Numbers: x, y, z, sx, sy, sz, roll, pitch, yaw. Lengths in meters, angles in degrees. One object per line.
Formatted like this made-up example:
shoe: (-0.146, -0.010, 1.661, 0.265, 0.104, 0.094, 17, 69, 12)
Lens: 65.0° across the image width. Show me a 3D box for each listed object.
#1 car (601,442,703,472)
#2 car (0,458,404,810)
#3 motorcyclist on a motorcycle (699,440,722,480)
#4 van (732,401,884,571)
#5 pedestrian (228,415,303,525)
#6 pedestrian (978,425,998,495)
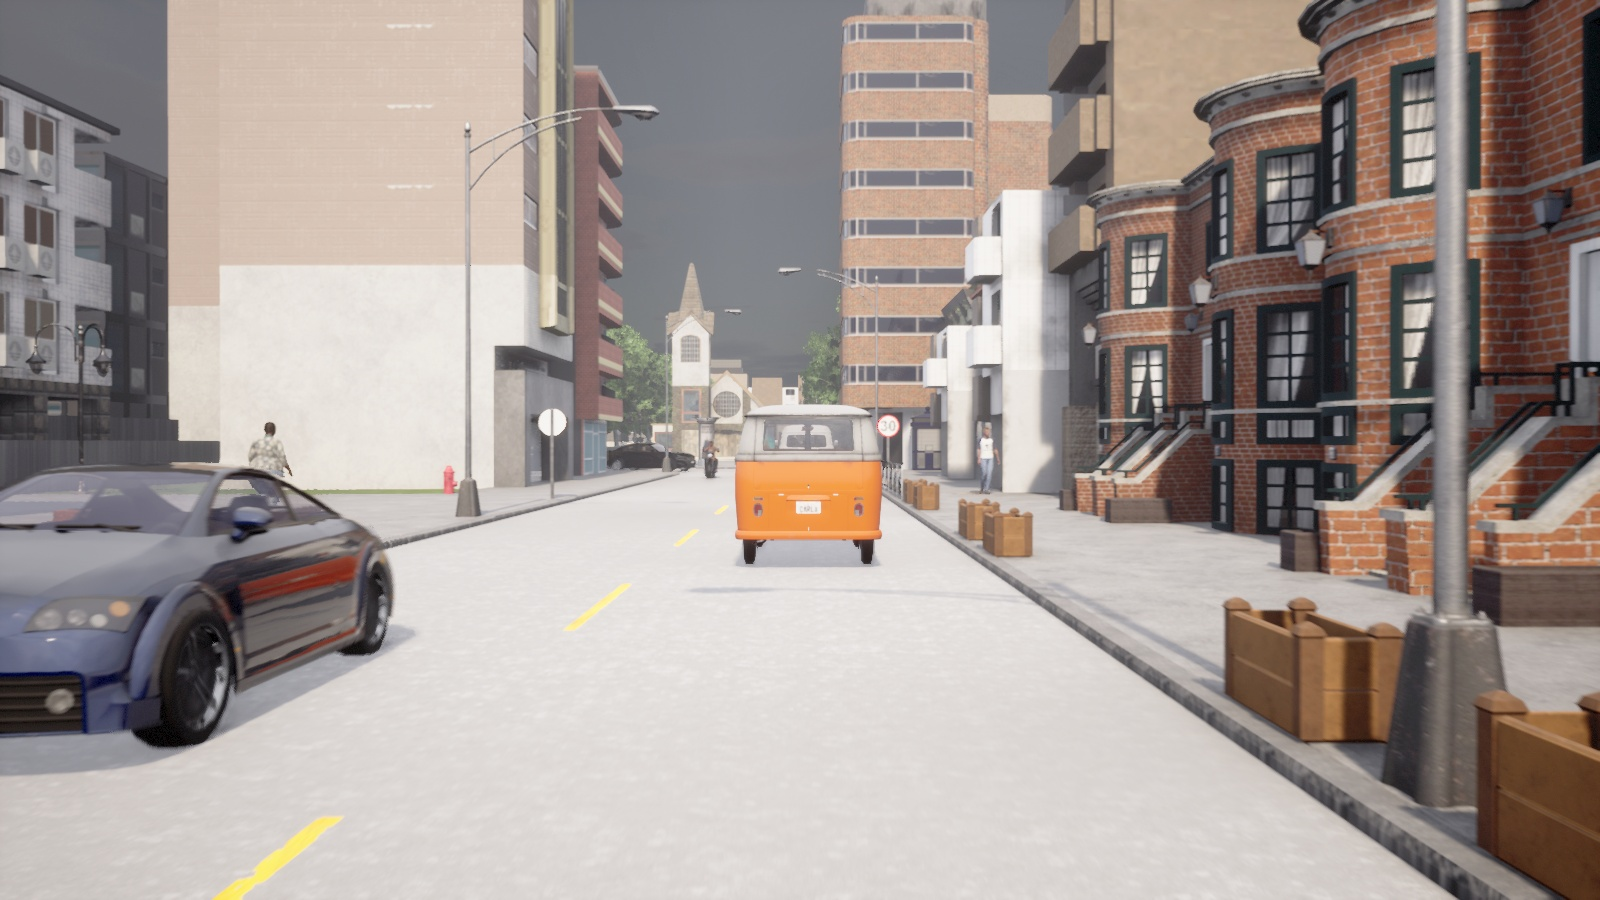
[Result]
car: (-7.732, 0.350, 65.519, 5.008, 1.535, 1.882, 0, 0, 25)
car: (-3.943, 0.766, 7.226, 1.994, 1.385, 4.181, 0, 0, 0)
motorcyclist on a motorcycle: (-3.736, 0.398, 52.488, 0.766, 1.649, 2.350, 0, 0, 0)
van: (0.108, 0.404, 16.884, 1.775, 1.987, 4.442, 0, 0, 0)
pedestrian: (-9.196, 0.327, 21.649, 0.874, 1.855, 0.900, 0, 0, 4)
pedestrian: (5.014, 0.265, 33.543, 0.354, 1.836, 0.706, 0, 0, -5)
